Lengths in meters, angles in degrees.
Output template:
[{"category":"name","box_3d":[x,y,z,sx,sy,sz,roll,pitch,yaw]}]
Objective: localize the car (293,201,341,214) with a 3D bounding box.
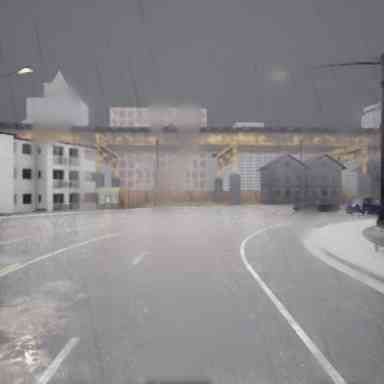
[{"category":"car","box_3d":[12.536,1.519,33.341,4.718,1.301,1.895,0,0,-24]}]

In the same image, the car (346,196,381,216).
[{"category":"car","box_3d":[16.666,1.255,30.800,4.553,1.767,2.097,0,0,-17]}]
